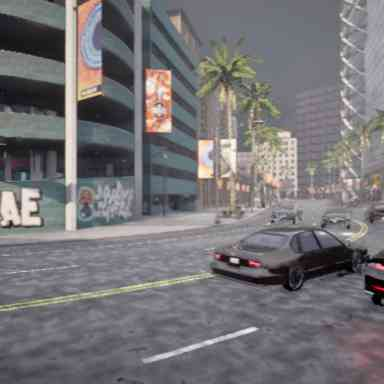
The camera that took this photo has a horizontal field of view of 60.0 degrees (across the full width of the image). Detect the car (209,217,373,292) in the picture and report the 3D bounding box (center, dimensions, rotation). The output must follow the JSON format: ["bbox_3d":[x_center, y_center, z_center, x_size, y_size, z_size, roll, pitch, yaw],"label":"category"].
[{"bbox_3d":[2.944,1.666,9.354,5.357,1.411,2.033,0,-1,-39],"label":"car"}]

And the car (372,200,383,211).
[{"bbox_3d":[29.836,2.065,51.622,2.231,1.521,4.892,0,-1,16],"label":"car"}]

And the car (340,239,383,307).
[{"bbox_3d":[5.455,1.570,7.067,4.902,1.511,2.128,0,-1,-39],"label":"car"}]

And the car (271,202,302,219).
[{"bbox_3d":[7.358,1.538,25.573,1.837,1.490,4.892,-1,-1,27],"label":"car"}]

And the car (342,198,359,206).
[{"bbox_3d":[38.161,2.286,79.792,2.185,1.767,4.553,0,-1,16],"label":"car"}]

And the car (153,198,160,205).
[{"bbox_3d":[-5.767,1.787,54.304,2.435,2.045,5.566,0,-1,16],"label":"car"}]

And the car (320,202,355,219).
[{"bbox_3d":[10.473,1.704,23.973,1.837,1.490,4.892,-1,-1,27],"label":"car"}]

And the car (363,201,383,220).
[{"bbox_3d":[15.851,1.828,28.235,1.837,1.490,4.892,0,-1,20],"label":"car"}]
